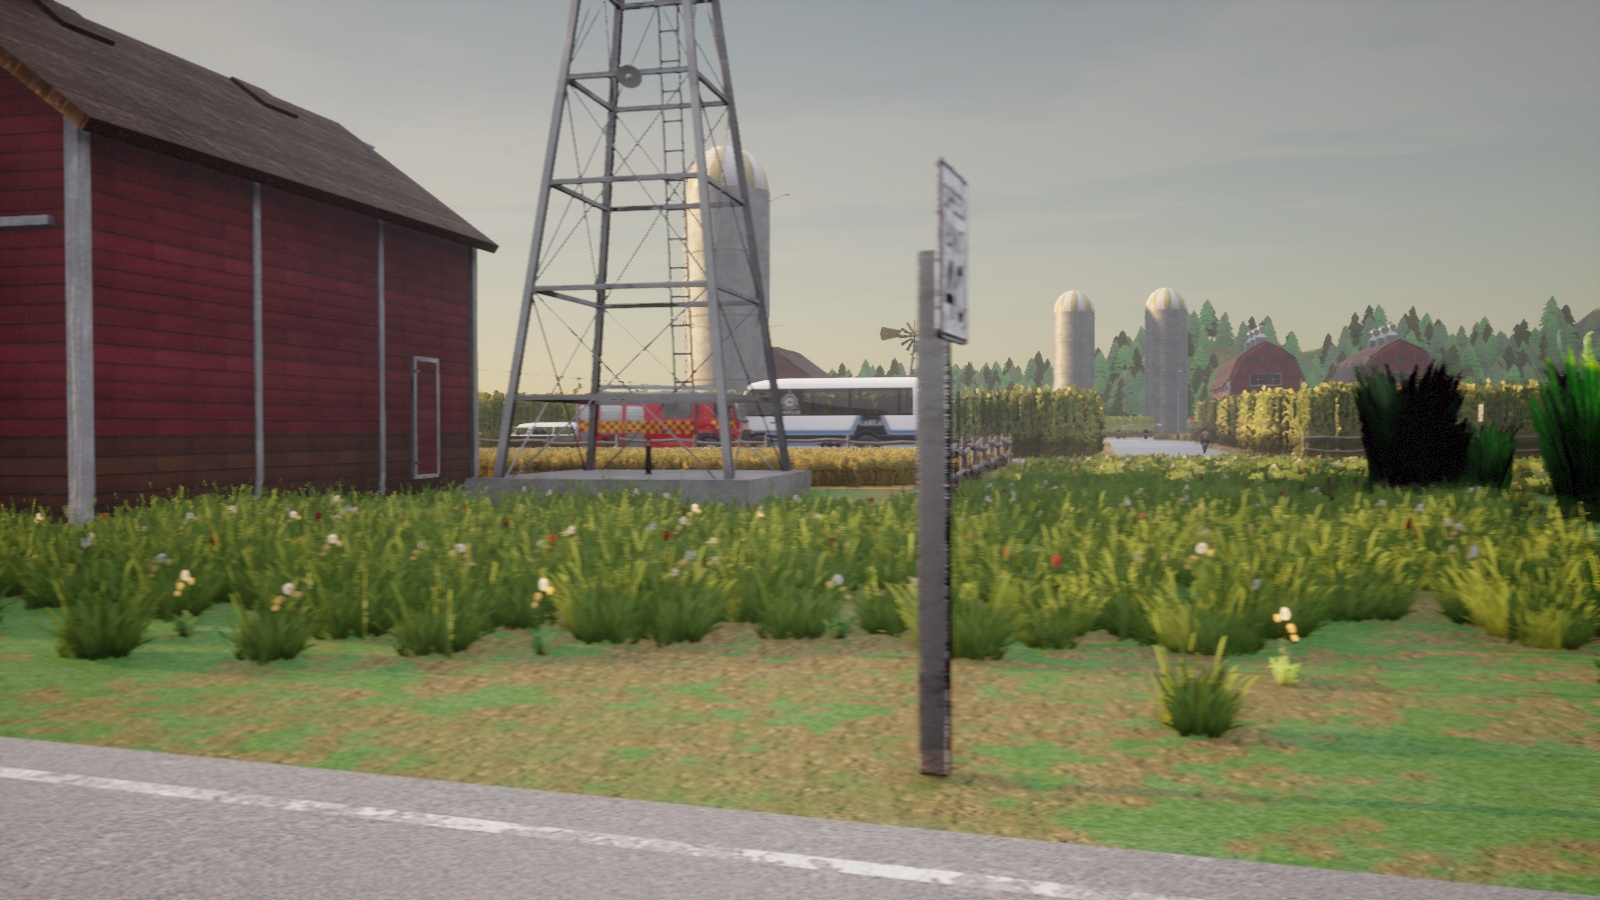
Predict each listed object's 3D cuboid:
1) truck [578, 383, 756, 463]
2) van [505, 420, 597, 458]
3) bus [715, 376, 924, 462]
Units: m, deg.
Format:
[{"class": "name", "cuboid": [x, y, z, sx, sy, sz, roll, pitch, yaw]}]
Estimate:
[{"class": "truck", "cuboid": [-6.665, -1.399, 63.643, 8.468, 3.827, 2.891, 1, 1, 7]}, {"class": "van", "cuboid": [-13.671, -0.605, 68.951, 4.480, 2.038, 2.069, 0, 1, 13]}, {"class": "bus", "cuboid": [1.094, -1.595, 65.536, 10.273, 4.253, 3.944, 0, 1, 13]}]
